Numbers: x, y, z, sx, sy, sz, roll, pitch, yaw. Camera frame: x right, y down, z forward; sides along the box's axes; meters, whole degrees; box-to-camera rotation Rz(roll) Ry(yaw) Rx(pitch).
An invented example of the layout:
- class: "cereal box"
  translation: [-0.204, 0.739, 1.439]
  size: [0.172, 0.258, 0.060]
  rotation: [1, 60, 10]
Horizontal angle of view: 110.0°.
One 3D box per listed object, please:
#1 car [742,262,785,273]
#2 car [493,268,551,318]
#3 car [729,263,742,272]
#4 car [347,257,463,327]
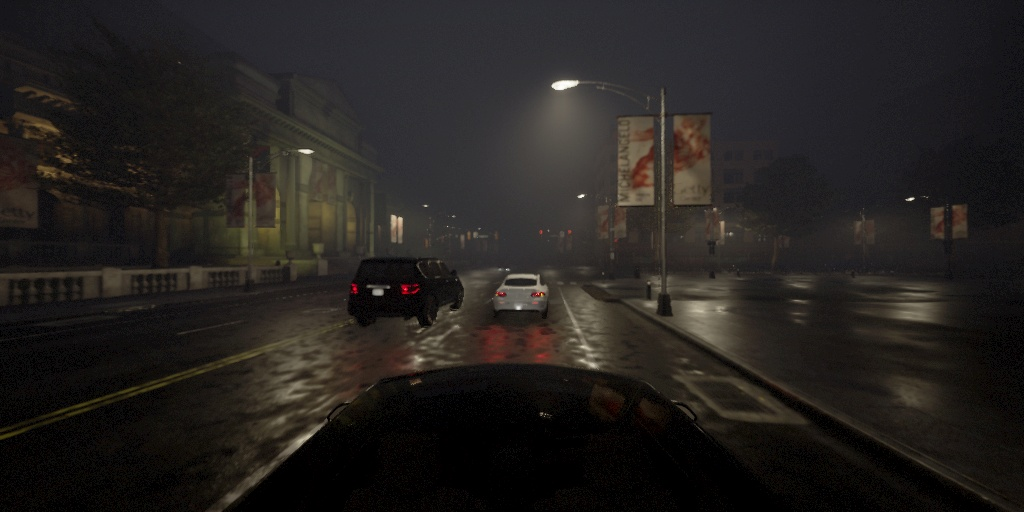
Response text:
- class: "car"
  translation: [34.943, 1.614, 49.338]
  size: [4.674, 1.442, 1.812]
  rotation: [0, 0, 6]
- class: "car"
  translation: [0.432, 1.357, 13.338]
  size: [1.812, 1.442, 4.674]
  rotation: [0, 0, 6]
- class: "car"
  translation: [34.354, 1.677, 52.885]
  size: [4.181, 1.385, 1.994]
  rotation: [0, 0, 6]
- class: "car"
  translation: [-3.223, 1.045, 12.007]
  size: [2.150, 2.045, 5.566]
  rotation: [0, 0, 6]
